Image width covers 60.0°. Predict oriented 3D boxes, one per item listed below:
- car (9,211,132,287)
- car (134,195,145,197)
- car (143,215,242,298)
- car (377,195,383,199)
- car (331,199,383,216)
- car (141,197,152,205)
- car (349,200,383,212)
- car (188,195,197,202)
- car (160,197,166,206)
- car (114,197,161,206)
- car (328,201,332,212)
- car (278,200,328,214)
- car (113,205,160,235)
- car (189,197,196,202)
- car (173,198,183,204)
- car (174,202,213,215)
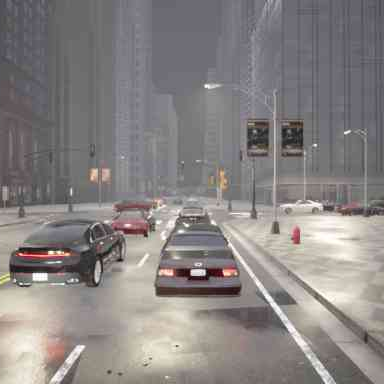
[{"bbox_3d":[-3.137,1.516,9.307,1.837,1.490,4.892,0,0,0],"label":"car"},{"bbox_3d":[-9.729,1.523,60.714,2.150,2.045,5.566,0,0,0],"label":"car"},{"bbox_3d":[0.119,1.557,8.718,2.033,1.411,5.357,0,0,0],"label":"car"},{"bbox_3d":[21.522,1.265,36.030,5.566,2.045,2.150,0,-1,-1],"label":"car"},{"bbox_3d":[15.359,1.577,30.166,4.206,1.307,1.802,0,0,-1],"label":"car"},{"bbox_3d":[-9.647,1.907,71.060,1.812,1.442,4.674,0,0,0],"label":"car"},{"bbox_3d":[20.882,1.643,38.769,4.313,1.339,1.947,0,0,-1],"label":"car"},{"bbox_3d":[0.118,1.687,80.594,2.150,2.045,5.566,0,0,0],"label":"car"},{"bbox_3d":[-6.482,1.649,60.085,2.097,1.767,4.553,0,0,0],"label":"car"},{"bbox_3d":[-6.281,1.615,36.897,5.008,1.535,1.882,0,0,-44],"label":"car"},{"bbox_3d":[15.242,1.663,38.690,4.313,1.339,1.947,0,0,-1],"label":"car"},{"bbox_3d":[11.688,1.602,35.882,4.674,1.442,1.812,0,-1,-1],"label":"car"},{"bbox_3d":[-3.124,1.602,18.207,1.994,1.385,4.181,0,0,0],"label":"car"},{"bbox_3d":[0.133,2.029,91.171,1.882,1.535,5.008,0,0,0],"label":"car"},{"bbox_3d":[-3.139,1.965,74.632,1.994,1.385,4.181,0,0,0],"label":"car"},{"bbox_3d":[0.074,1.544,18.457,1.837,1.490,4.892,0,0,1],"label":"car"}]
